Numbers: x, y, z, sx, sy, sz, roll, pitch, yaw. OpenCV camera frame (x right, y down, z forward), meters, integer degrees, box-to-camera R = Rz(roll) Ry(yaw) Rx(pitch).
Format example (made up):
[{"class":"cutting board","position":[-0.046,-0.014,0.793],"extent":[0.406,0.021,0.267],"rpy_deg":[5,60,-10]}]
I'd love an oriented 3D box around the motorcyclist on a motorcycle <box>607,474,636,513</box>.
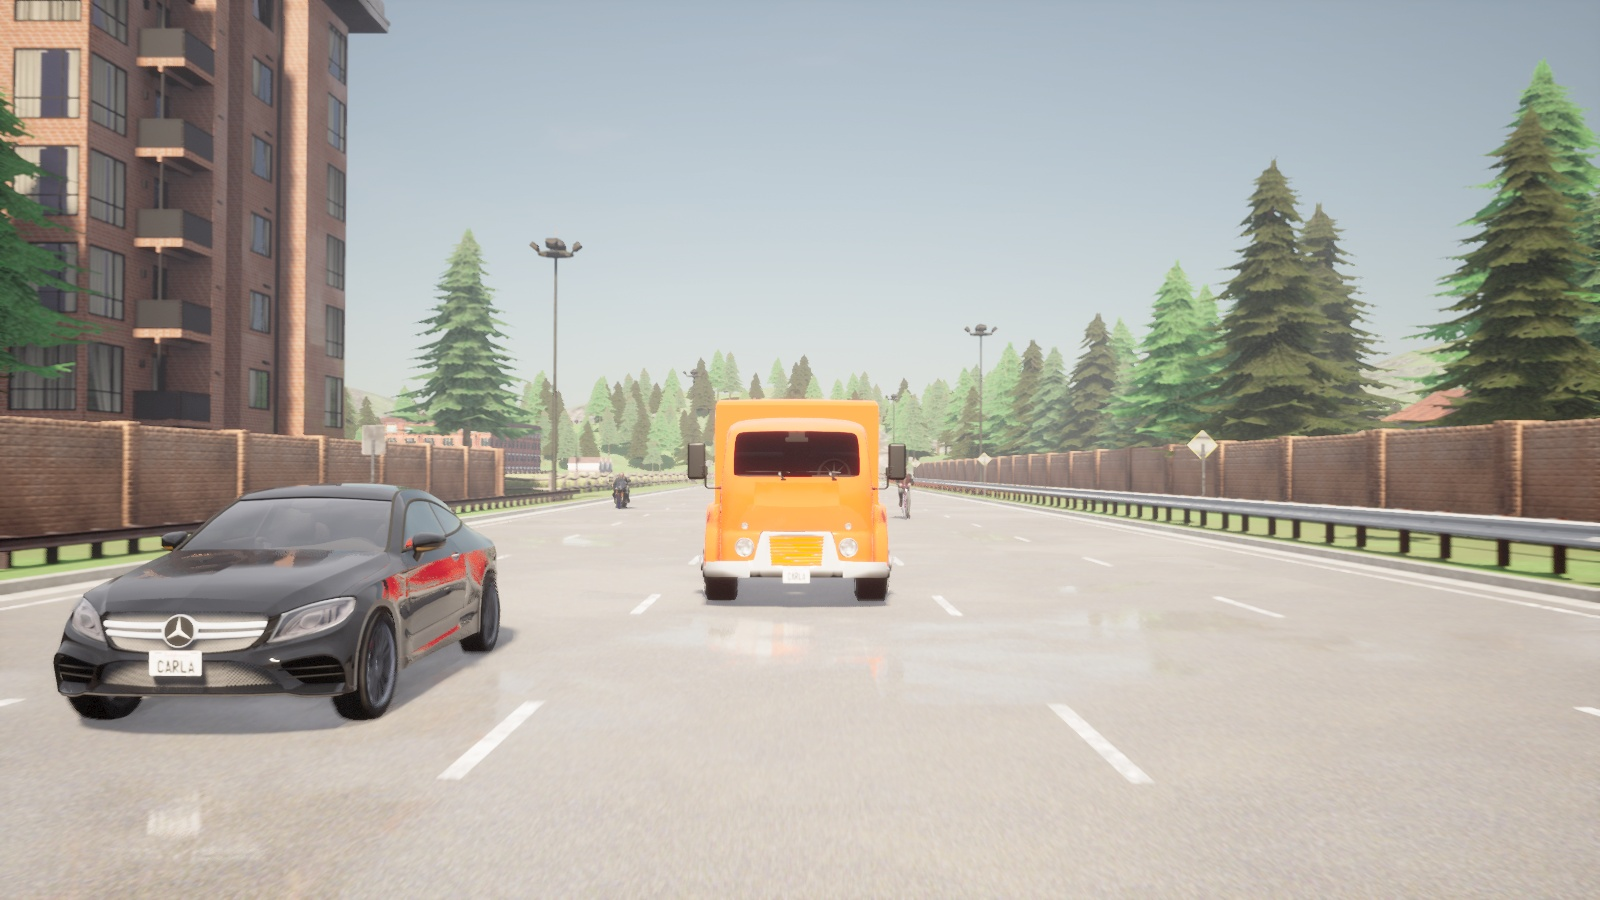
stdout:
[{"class":"motorcyclist on a motorcycle","position":[-7.122,1.717,50.284],"extent":[0.866,1.530,2.191],"rpy_deg":[0,-1,0]}]

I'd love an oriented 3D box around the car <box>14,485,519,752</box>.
[{"class":"car","position":[-3.517,1.011,9.397],"extent":[1.812,1.442,4.674],"rpy_deg":[0,-1,0]}]

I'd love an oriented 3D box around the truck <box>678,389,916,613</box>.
[{"class":"truck","position":[-0.042,0.602,16.539],"extent":[2.627,2.467,5.204],"rpy_deg":[0,-1,0]}]
